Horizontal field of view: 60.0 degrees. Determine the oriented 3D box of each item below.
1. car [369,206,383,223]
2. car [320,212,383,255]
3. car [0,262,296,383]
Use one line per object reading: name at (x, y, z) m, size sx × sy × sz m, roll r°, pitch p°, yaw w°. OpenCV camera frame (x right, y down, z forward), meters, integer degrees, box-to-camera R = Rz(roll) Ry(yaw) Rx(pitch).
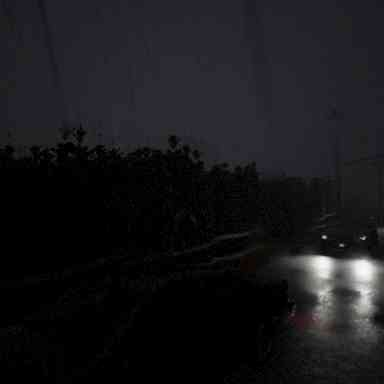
car at (16.039, 1.925, 27.788) m, size 1.882 × 1.535 × 5.008 m, roll -3°, pitch -2°, yaw 35°
car at (7.091, 1.804, 14.766) m, size 1.812 × 1.442 × 4.674 m, roll -3°, pitch -2°, yaw 34°
car at (-0.586, 1.697, 4.127) m, size 2.033 × 1.411 × 5.357 m, roll -3°, pitch -2°, yaw 42°
